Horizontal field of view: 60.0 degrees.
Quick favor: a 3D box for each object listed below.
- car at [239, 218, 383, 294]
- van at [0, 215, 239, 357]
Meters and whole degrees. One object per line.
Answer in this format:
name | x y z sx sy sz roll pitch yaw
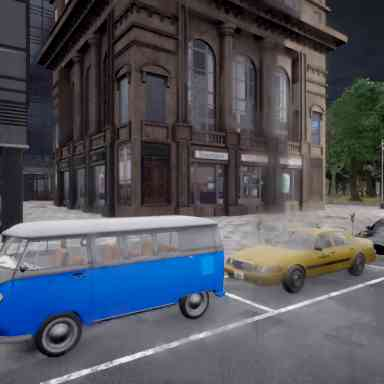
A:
car | 3.005 1.526 8.789 4.829 1.417 1.752 0 0 -35
van | -1.286 1.341 5.733 3.998 1.788 1.690 0 0 -35
